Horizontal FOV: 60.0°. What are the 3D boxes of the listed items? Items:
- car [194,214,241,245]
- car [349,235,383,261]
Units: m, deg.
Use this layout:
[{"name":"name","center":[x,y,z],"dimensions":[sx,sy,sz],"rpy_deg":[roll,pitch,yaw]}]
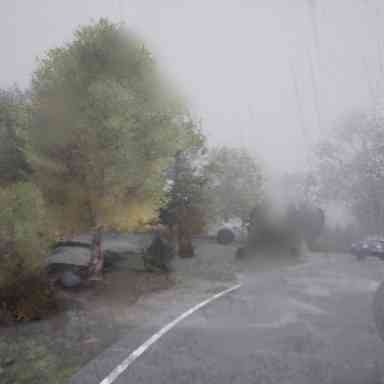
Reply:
[{"name":"car","center":[0.374,2.119,21.276],"dimensions":[5.566,2.045,2.150],"rpy_deg":[7,-7,1]},{"name":"car","center":[10.504,3.051,17.980],"dimensions":[5.357,1.411,2.033],"rpy_deg":[9,-11,-39]}]
